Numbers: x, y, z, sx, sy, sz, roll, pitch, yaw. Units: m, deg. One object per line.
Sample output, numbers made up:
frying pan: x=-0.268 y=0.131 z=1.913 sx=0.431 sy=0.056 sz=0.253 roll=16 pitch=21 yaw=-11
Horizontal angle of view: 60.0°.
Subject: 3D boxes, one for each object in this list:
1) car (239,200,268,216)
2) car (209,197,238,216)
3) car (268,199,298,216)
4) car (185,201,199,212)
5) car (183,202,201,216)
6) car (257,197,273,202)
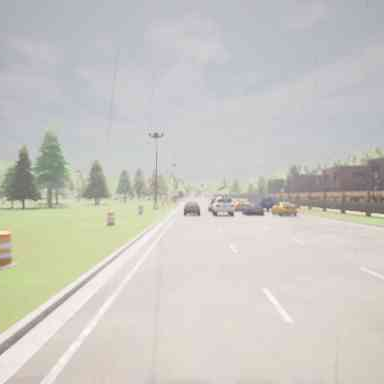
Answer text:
car: x=7.002 y=1.997 z=38.281 sx=1.994 sy=1.385 sz=4.181 roll=0 pitch=-1 yaw=0
car: x=3.502 y=1.650 z=37.899 sx=2.150 sy=2.045 sz=5.566 roll=0 pitch=-1 yaw=0
car: x=10.502 y=1.906 z=37.866 sx=1.882 sy=1.535 sz=5.008 roll=0 pitch=-1 yaw=0
car: x=0.003 y=2.093 z=48.285 sx=2.033 sy=1.411 sz=5.357 roll=0 pitch=-1 yaw=0
car: x=0.002 y=1.919 z=37.866 sx=2.128 sy=1.511 sz=4.902 roll=0 pitch=-1 yaw=0
car: x=10.503 y=1.767 z=48.318 sx=2.150 sy=2.045 sz=5.566 roll=0 pitch=-1 yaw=0
